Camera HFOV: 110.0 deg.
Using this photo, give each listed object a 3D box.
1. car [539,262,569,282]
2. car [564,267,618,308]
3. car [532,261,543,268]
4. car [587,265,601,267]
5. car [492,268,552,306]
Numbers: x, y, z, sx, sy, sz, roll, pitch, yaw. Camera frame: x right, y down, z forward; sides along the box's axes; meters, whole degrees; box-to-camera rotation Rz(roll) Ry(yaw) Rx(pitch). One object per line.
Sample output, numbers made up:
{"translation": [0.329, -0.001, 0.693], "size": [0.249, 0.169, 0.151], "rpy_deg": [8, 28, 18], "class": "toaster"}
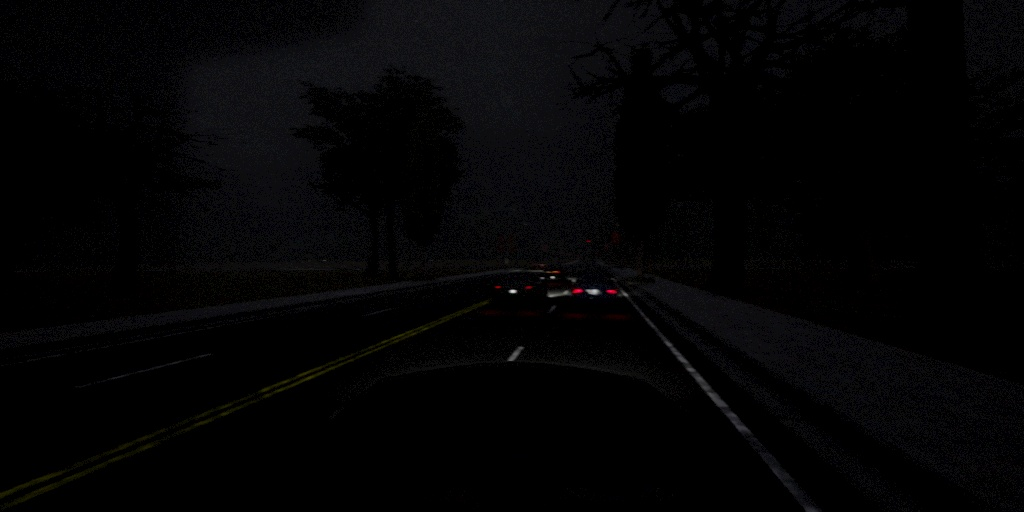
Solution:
{"translation": [3.825, 1.465, 31.267], "size": [1.837, 1.490, 4.892], "rpy_deg": [-1, 0, 13], "class": "car"}
{"translation": [3.592, 1.369, 15.622], "size": [2.033, 1.411, 5.357], "rpy_deg": [-1, 0, 13], "class": "car"}
{"translation": [4.877, 1.632, 65.207], "size": [2.097, 1.767, 4.553], "rpy_deg": [-1, -1, 13], "class": "car"}
{"translation": [7.005, 1.479, 30.589], "size": [1.994, 1.385, 4.181], "rpy_deg": [-1, 0, 13], "class": "car"}
{"translation": [0.489, 1.431, 16.612], "size": [1.994, 1.385, 4.181], "rpy_deg": [-1, 0, 13], "class": "car"}
